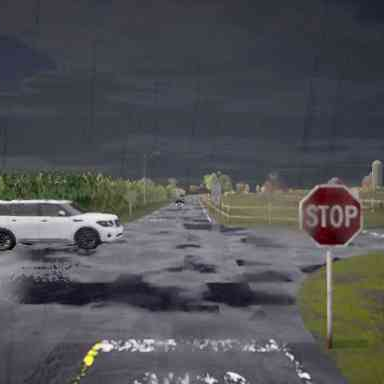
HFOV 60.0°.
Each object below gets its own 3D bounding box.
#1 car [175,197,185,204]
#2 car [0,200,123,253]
[{"bbox_3d":[-2.391,1.609,65.649,2.033,1.411,5.357,0,0,0],"label":"car"},{"bbox_3d":[-5.773,1.325,13.843,5.566,2.045,2.150,-1,-1,0],"label":"car"}]
